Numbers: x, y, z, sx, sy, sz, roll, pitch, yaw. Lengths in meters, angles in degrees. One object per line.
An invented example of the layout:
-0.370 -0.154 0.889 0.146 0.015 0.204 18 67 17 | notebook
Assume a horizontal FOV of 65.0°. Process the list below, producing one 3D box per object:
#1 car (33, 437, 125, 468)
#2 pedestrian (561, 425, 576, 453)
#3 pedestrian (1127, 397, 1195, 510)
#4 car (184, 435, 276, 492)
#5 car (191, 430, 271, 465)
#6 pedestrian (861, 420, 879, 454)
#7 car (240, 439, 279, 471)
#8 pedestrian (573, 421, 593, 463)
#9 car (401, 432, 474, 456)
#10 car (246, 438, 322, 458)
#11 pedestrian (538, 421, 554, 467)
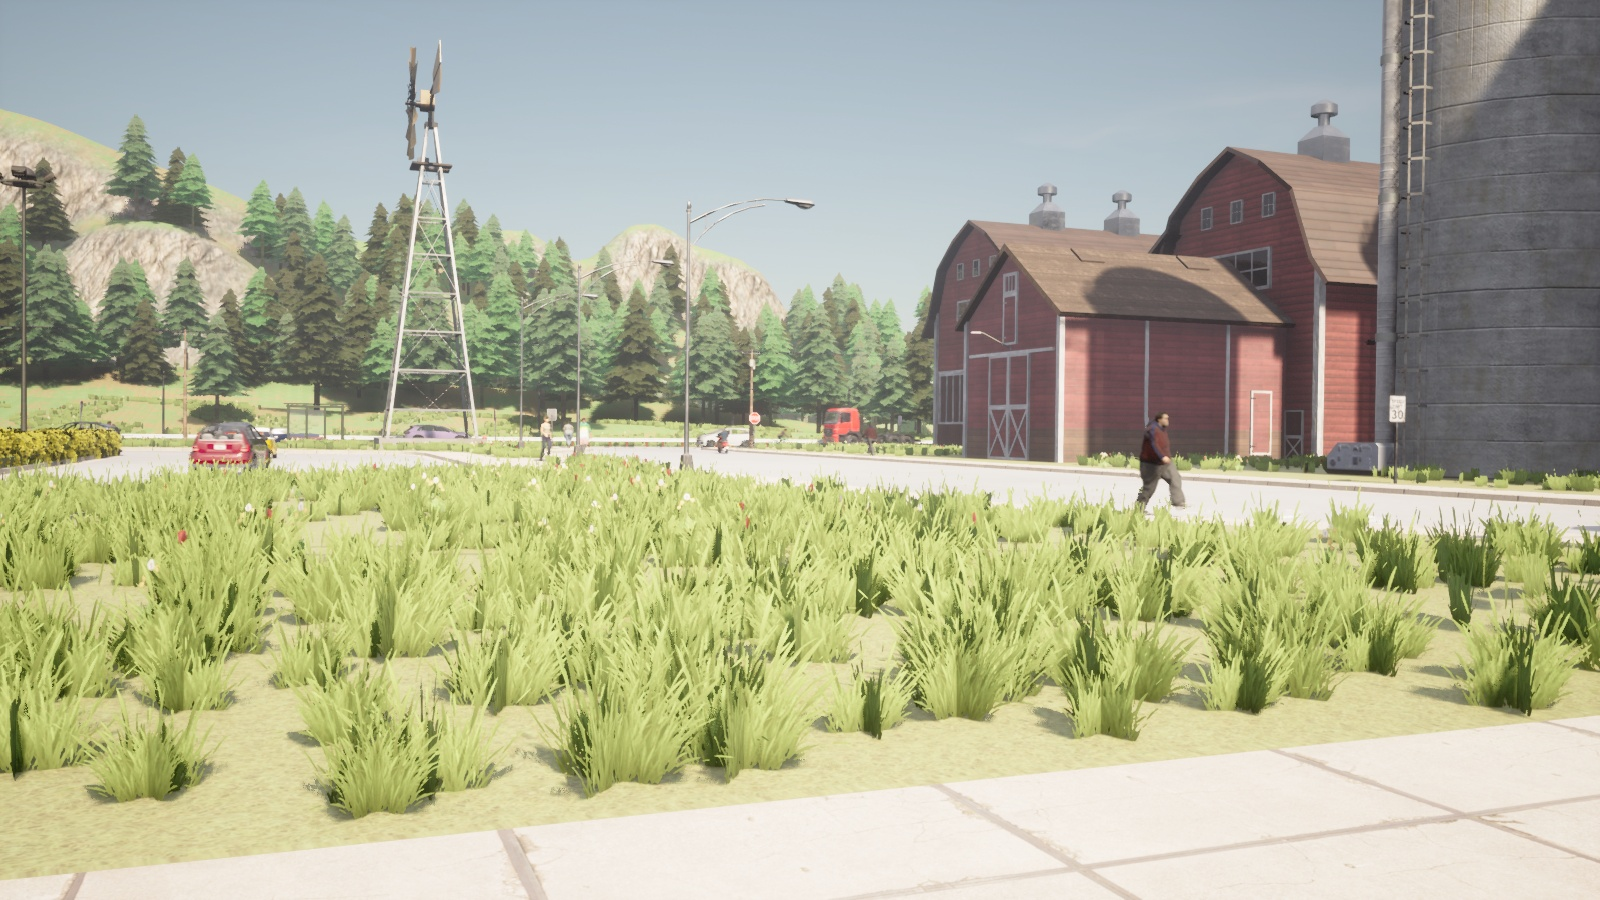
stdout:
-37.374 0.120 65.144 3.705 1.549 1.789 -1 1 -8 | car
-15.279 -0.728 82.783 0.874 1.855 0.900 -1 1 -14 | pedestrian
6.054 0.046 21.063 0.899 1.844 0.634 0 1 44 | pedestrian
-16.795 0.353 37.187 1.789 1.549 3.705 -1 1 -13 | car
-28.754 -0.144 63.395 2.152 1.651 5.027 -1 1 -43 | car
3.855 -0.707 68.826 0.634 1.844 0.899 -1 1 -23 | pedestrian
-23.954 0.206 55.671 1.481 1.376 2.207 -1 1 -22 | car
-10.162 -0.394 58.852 0.659 1.952 0.873 -1 1 -26 | pedestrian
-26.073 -0.458 90.220 4.856 1.649 2.033 -1 1 -21 | car
-35.537 -0.127 86.605 4.718 1.301 1.895 -1 1 -21 | car
-10.226 -0.255 50.601 0.345 1.836 0.594 -1 1 -42 | pedestrian
